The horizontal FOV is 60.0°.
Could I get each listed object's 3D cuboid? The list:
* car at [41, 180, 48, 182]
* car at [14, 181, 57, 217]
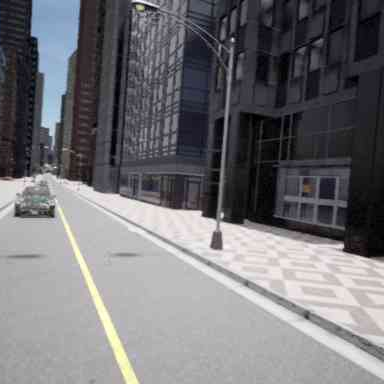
[{"bbox_3d":[-30.546,-1.653,68.548,2.097,1.767,4.553,4,1,-24],"label":"car"},{"bbox_3d":[-9.354,0.464,20.022,2.097,1.767,4.553,4,1,-24],"label":"car"}]
